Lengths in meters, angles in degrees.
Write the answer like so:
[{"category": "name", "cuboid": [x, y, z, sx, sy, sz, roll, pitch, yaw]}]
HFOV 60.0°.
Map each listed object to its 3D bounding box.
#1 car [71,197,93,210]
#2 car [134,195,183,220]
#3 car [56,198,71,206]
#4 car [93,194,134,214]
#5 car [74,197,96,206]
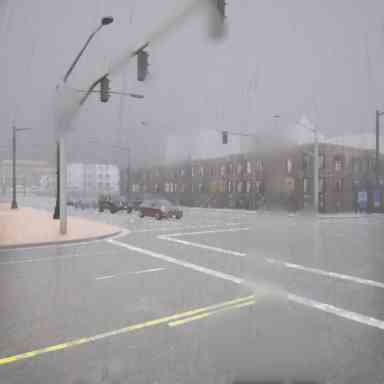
[{"category": "car", "cuboid": [-14.225, 1.529, 44.293, 1.812, 1.442, 4.674, 0, 0, -35]}, {"category": "car", "cuboid": [-2.720, 1.355, 28.260, 2.097, 1.767, 4.553, 0, 0, -35]}, {"category": "car", "cuboid": [-20.027, 1.567, 52.421, 1.994, 1.385, 4.181, 0, 0, -35]}, {"category": "car", "cuboid": [-8.434, 1.224, 36.198, 2.150, 2.045, 5.566, 0, 0, -36]}, {"category": "car", "cuboid": [-18.133, 1.551, 56.038, 2.033, 1.411, 5.357, 0, 0, -36]}]
